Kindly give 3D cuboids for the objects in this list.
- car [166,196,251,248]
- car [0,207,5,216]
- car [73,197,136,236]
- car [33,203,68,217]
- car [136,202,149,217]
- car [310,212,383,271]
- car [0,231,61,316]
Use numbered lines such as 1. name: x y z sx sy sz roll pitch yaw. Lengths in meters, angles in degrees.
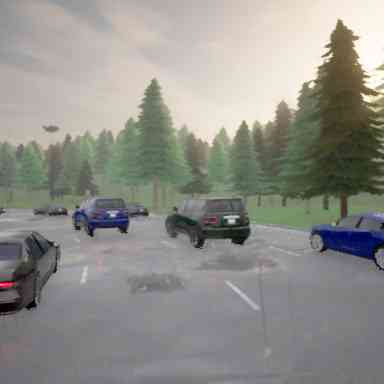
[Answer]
1. car: 0.523 1.217 15.044 2.150 2.045 5.566 0 0 -21
2. car: -22.351 1.918 36.024 5.357 1.411 2.033 -1 0 35
3. car: -5.413 1.315 19.427 2.150 2.045 5.566 0 0 -30
4. car: -14.758 1.812 34.557 4.181 1.385 1.994 -1 0 39
5. car: -5.979 1.669 31.855 1.994 1.385 4.181 -1 0 -43
6. car: 5.766 1.388 10.611 1.882 1.535 5.008 0 0 -13
7. car: -4.299 1.619 7.714 2.033 1.411 5.357 -1 0 -15
